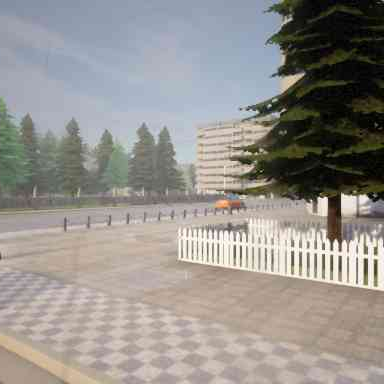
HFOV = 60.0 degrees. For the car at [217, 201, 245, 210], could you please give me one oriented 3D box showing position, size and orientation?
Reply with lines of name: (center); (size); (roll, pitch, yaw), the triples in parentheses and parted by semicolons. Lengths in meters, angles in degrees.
car: (5.027, 1.353, 42.326); (2.097, 1.767, 4.553); (0, 0, 35)
